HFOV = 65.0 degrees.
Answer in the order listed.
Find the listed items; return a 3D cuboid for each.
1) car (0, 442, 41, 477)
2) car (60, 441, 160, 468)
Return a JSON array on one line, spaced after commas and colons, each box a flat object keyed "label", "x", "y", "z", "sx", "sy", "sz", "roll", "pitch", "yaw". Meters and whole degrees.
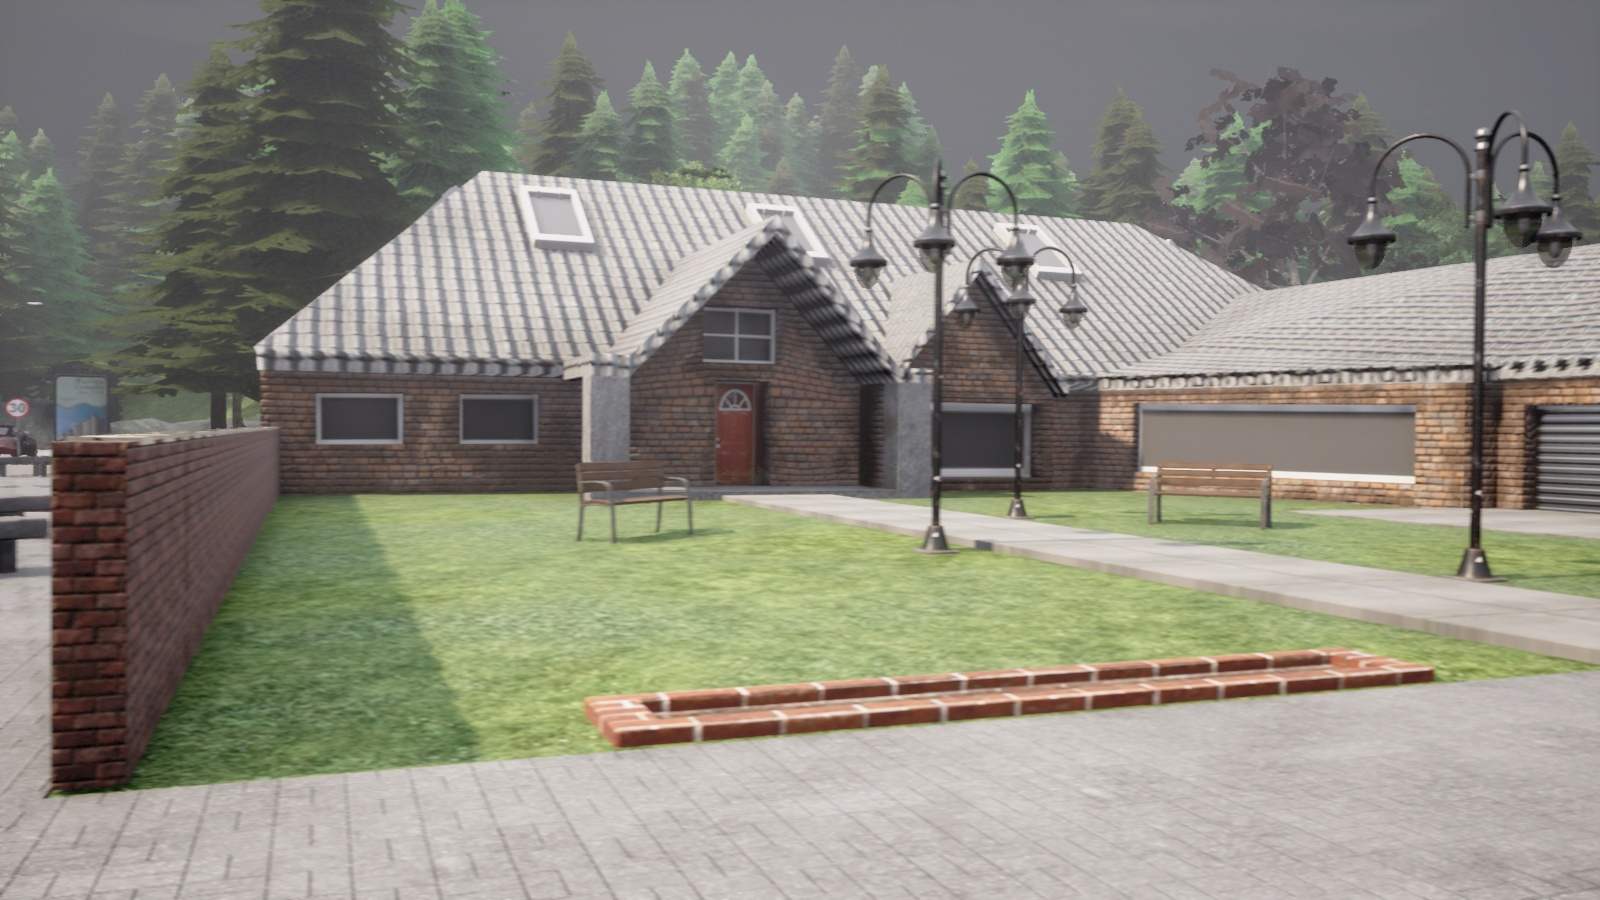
[{"label": "car", "x": -33.316, "y": 0.369, "z": 52.460, "sx": 1.994, "sy": 1.385, "sz": 4.181, "roll": -1, "pitch": 1, "yaw": -21}, {"label": "car", "x": -36.306, "y": 0.215, "z": 66.210, "sx": 1.895, "sy": 1.301, "sz": 4.718, "roll": 0, "pitch": 1, "yaw": 13}]
